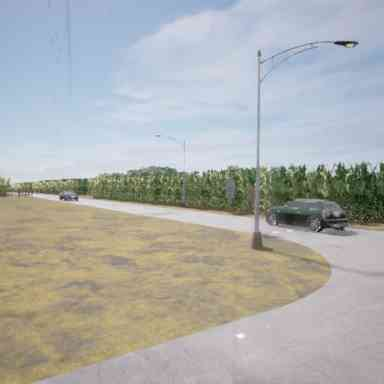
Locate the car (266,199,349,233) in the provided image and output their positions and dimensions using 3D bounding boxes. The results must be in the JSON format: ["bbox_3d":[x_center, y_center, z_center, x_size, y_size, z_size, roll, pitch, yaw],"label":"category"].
[{"bbox_3d":[6.336,1.163,18.820,2.097,1.767,4.553,1,1,-31],"label":"car"}]

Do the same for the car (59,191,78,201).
[{"bbox_3d":[-18.572,0.534,50.050,2.128,1.511,4.902,1,1,-35],"label":"car"}]
